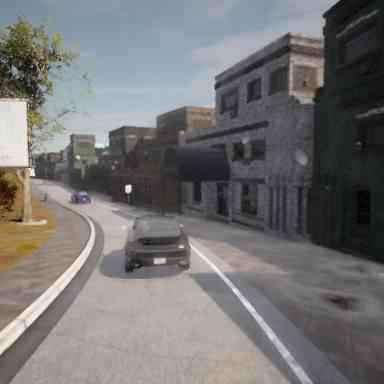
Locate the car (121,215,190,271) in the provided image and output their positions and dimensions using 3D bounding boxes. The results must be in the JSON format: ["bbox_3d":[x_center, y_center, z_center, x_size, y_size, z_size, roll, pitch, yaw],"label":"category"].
[{"bbox_3d":[-1.245,1.520,11.038,1.837,1.490,4.892,-1,1,-10],"label":"car"}]

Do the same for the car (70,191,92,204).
[{"bbox_3d":[-14.335,0.616,42.901,1.812,1.442,4.674,-2,4,-29],"label":"car"}]
